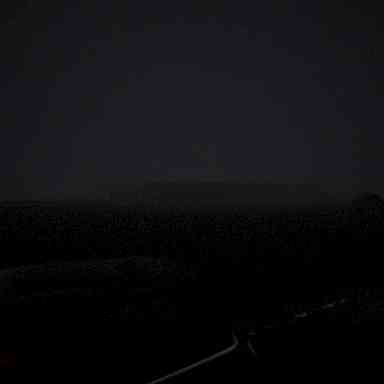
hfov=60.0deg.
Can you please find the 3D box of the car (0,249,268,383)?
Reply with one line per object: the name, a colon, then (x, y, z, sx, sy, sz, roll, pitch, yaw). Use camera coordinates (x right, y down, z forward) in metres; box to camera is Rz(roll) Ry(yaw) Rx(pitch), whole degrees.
car: (-1.644, 1.352, 1.899, 4.553, 1.767, 2.097, 0, 0, -35)
